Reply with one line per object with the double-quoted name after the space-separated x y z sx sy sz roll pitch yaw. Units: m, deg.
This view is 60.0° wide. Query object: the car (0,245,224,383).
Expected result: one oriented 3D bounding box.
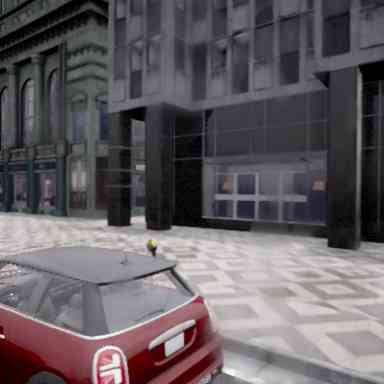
-1.741 1.417 4.199 4.097 1.590 1.967 0 0 35 "car"
